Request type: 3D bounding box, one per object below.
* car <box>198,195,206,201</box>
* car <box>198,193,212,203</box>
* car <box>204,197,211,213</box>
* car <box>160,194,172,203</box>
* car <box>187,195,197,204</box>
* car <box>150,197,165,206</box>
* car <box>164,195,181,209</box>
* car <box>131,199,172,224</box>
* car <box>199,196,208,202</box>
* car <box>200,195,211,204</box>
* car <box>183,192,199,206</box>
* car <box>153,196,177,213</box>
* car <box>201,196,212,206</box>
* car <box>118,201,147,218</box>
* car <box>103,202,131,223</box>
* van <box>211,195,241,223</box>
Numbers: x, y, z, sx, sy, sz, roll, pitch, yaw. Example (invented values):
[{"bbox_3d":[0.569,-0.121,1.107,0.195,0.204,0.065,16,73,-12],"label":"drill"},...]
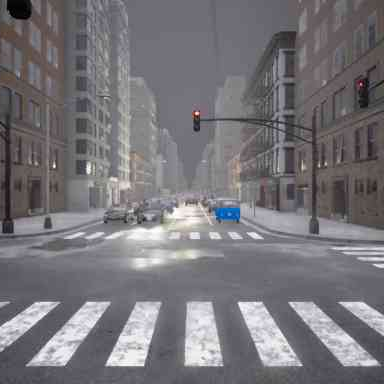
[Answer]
[{"bbox_3d":[2.564,1.530,87.510,1.947,1.339,4.313,0,0,0],"label":"car"},{"bbox_3d":[2.593,1.305,53.422,2.192,1.841,5.009,0,0,0],"label":"car"},{"bbox_3d":[2.606,1.580,36.378,1.802,1.307,4.206,0,0,0],"label":"car"},{"bbox_3d":[-5.447,1.292,70.455,2.192,1.841,5.009,0,0,0],"label":"car"},{"bbox_3d":[-0.055,1.459,65.145,1.882,1.535,5.008,0,0,0],"label":"car"},{"bbox_3d":[-5.433,1.556,53.410,1.947,1.339,4.313,0,0,0],"label":"car"},{"bbox_3d":[-2.884,1.558,46.334,1.994,1.385,4.181,0,0,-1],"label":"car"},{"bbox_3d":[-2.858,1.490,24.550,2.128,1.511,4.902,0,0,-1],"label":"car"},{"bbox_3d":[2.574,1.524,76.147,2.008,1.369,4.403,0,0,0],"label":"car"},{"bbox_3d":[2.583,1.422,64.785,1.967,1.590,4.097,0,0,0],"label":"car"},{"bbox_3d":[-0.047,1.341,55.113,2.097,1.767,4.553,0,0,0],"label":"car"},{"bbox_3d":[-2.879,1.476,34.715,1.882,1.535,5.008,0,0,0],"label":"car"},{"bbox_3d":[2.597,1.576,47.741,1.802,1.307,4.206,0,0,0],"label":"car"},{"bbox_3d":[-5.414,1.543,30.682,1.887,1.381,4.507,0,0,0],"label":"car"},{"bbox_3d":[-5.410,1.549,25.000,2.008,1.369,4.403,0,0,0],"label":"car"},{"bbox_3d":[2.615,1.340,25.016,1.690,1.788,3.998,0,0,0],"label":"van"}]
